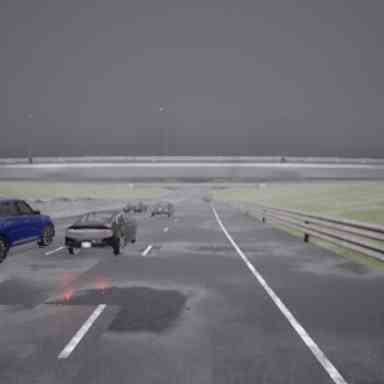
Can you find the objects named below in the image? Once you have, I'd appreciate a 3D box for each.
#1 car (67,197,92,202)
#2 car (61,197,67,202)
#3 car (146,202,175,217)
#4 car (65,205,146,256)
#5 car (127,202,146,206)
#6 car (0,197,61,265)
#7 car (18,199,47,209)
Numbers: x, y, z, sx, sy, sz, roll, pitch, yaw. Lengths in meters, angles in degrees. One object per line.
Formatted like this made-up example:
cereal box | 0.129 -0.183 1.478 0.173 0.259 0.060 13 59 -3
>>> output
car | -16.162 1.556 49.299 2.097 1.767 4.553 0 -1 3
car | -19.664 1.553 49.246 2.097 1.767 4.553 0 -1 3
car | -2.747 1.633 32.195 2.033 1.411 5.357 0 0 3
car | -3.336 1.478 13.050 2.128 1.511 4.902 0 0 1
car | -6.060 1.711 36.473 1.895 1.301 4.718 0 0 3
car | -6.860 1.205 11.623 2.150 2.045 5.566 0 0 1
car | -23.187 1.719 48.701 1.812 1.442 4.674 0 -1 3
